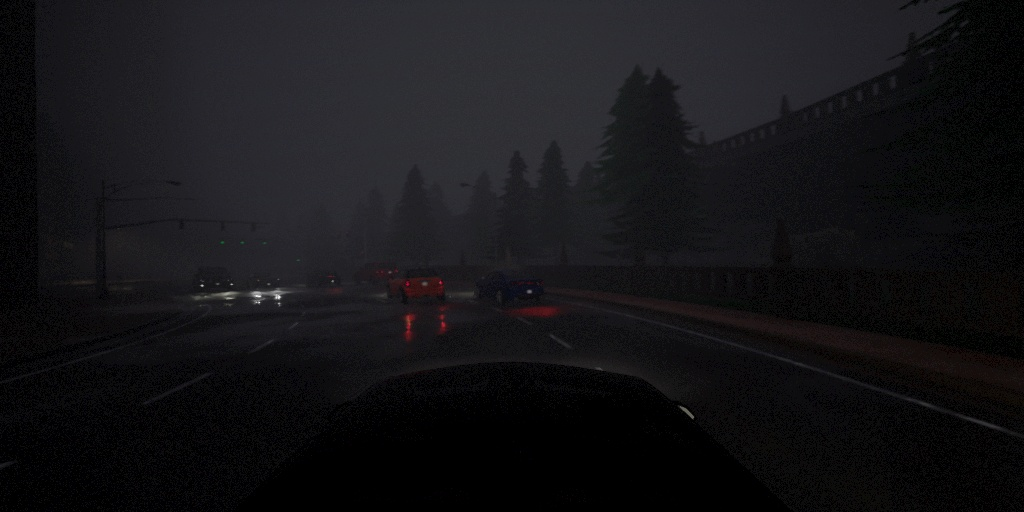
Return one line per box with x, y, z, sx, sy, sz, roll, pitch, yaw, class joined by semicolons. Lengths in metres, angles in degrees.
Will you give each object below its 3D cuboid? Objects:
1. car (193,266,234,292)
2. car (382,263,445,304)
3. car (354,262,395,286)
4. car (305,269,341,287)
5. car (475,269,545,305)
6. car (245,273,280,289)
-25.043;1.900;29.990;5.566;2.045;2.150;-2;-1;44;car
-5.134;1.374;18.704;2.097;1.767;4.553;-1;-1;-29;car
-12.248;1.545;32.298;5.566;2.045;2.150;-2;-1;45;car
-16.812;1.937;31.850;4.892;1.490;1.837;-2;-1;45;car
-0.278;1.372;17.168;1.882;1.535;5.008;-1;-1;-24;car
-22.609;2.186;32.510;4.718;1.301;1.895;-2;-1;44;car
